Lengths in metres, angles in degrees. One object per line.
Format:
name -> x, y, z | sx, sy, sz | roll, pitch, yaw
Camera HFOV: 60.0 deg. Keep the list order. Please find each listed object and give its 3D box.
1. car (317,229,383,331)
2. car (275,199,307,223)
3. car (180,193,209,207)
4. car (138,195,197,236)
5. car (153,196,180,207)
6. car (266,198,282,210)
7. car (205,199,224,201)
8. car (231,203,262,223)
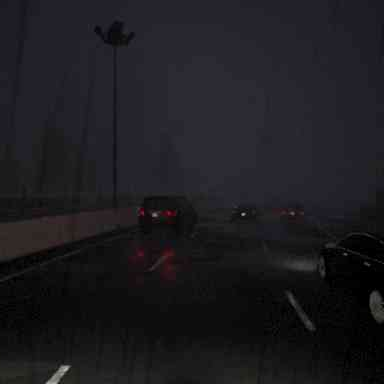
car -> 4.054, 1.511, 6.791 | 1.837, 1.490, 4.892 | 0, 0, 4
car -> 7.761, 1.549, 25.513 | 2.033, 1.411, 5.357 | 0, 0, 18
car -> 0.500, 1.178, 52.383 | 2.150, 2.045, 5.566 | 0, 0, 30
car -> -1.226, 1.201, 18.658 | 2.150, 2.045, 5.566 | 0, 0, 12
car -> -3.885, 1.450, 51.619 | 1.837, 1.490, 4.892 | 0, -1, 29
car -> 10.472, 1.488, 41.003 | 2.128, 1.511, 4.902 | 0, 0, 27
car -> 3.551, 1.493, 50.610 | 1.812, 1.442, 4.674 | 0, 0, 31
car -> 4.213, 1.555, 25.549 | 1.994, 1.385, 4.181 | 0, 0, 16
